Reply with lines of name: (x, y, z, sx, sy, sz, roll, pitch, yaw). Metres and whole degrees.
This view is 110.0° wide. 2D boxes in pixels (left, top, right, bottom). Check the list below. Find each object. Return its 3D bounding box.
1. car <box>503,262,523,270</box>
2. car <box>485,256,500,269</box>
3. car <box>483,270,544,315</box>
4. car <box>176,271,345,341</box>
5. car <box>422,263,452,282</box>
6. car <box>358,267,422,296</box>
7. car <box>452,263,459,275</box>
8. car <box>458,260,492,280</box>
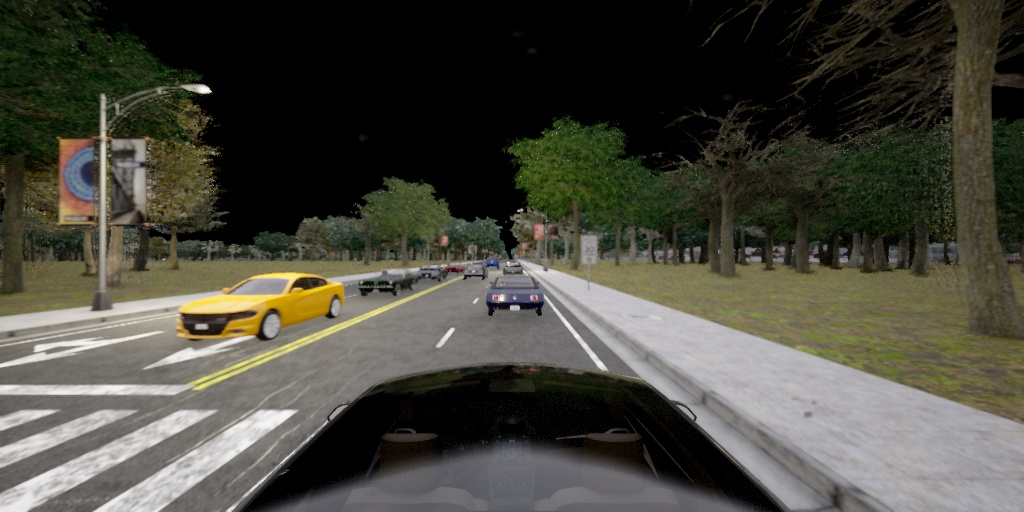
car: (0.103, 1.289, 35.139, 2.128, 1.511, 4.902, 0, 0, 0)
car: (-3.134, 1.063, 57.535, 2.150, 2.045, 5.566, 0, 0, -1)
car: (0.102, 1.364, 13.638, 1.895, 1.301, 4.718, 0, 0, 0)
car: (-6.598, 1.237, 10.125, 1.882, 1.535, 5.008, 0, 0, 0)
car: (-6.554, 1.352, 29.589, 1.994, 1.385, 4.181, 0, 0, 0)
car: (-6.585, 1.372, 19.532, 1.895, 1.301, 4.718, 0, 0, 0)
car: (-6.496, 1.408, 39.797, 1.895, 1.301, 4.718, 0, 0, 0)
car: (-3.148, 1.339, 31.864, 2.033, 1.411, 5.357, 0, 0, 0)
